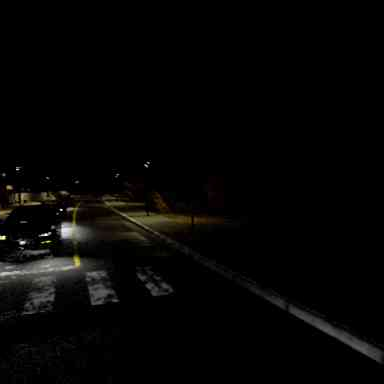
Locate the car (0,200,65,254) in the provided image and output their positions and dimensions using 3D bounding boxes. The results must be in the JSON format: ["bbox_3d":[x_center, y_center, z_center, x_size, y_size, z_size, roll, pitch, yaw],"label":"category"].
[{"bbox_3d":[-6.094,1.295,12.750,1.837,1.490,4.892,-2,2,-19],"label":"car"}]

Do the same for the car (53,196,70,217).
[{"bbox_3d":[-9.835,1.231,23.339,1.895,1.301,4.718,-2,1,-19],"label":"car"}]

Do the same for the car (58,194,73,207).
[{"bbox_3d":[-14.543,0.993,37.688,2.033,1.411,5.357,-2,1,-17],"label":"car"}]
